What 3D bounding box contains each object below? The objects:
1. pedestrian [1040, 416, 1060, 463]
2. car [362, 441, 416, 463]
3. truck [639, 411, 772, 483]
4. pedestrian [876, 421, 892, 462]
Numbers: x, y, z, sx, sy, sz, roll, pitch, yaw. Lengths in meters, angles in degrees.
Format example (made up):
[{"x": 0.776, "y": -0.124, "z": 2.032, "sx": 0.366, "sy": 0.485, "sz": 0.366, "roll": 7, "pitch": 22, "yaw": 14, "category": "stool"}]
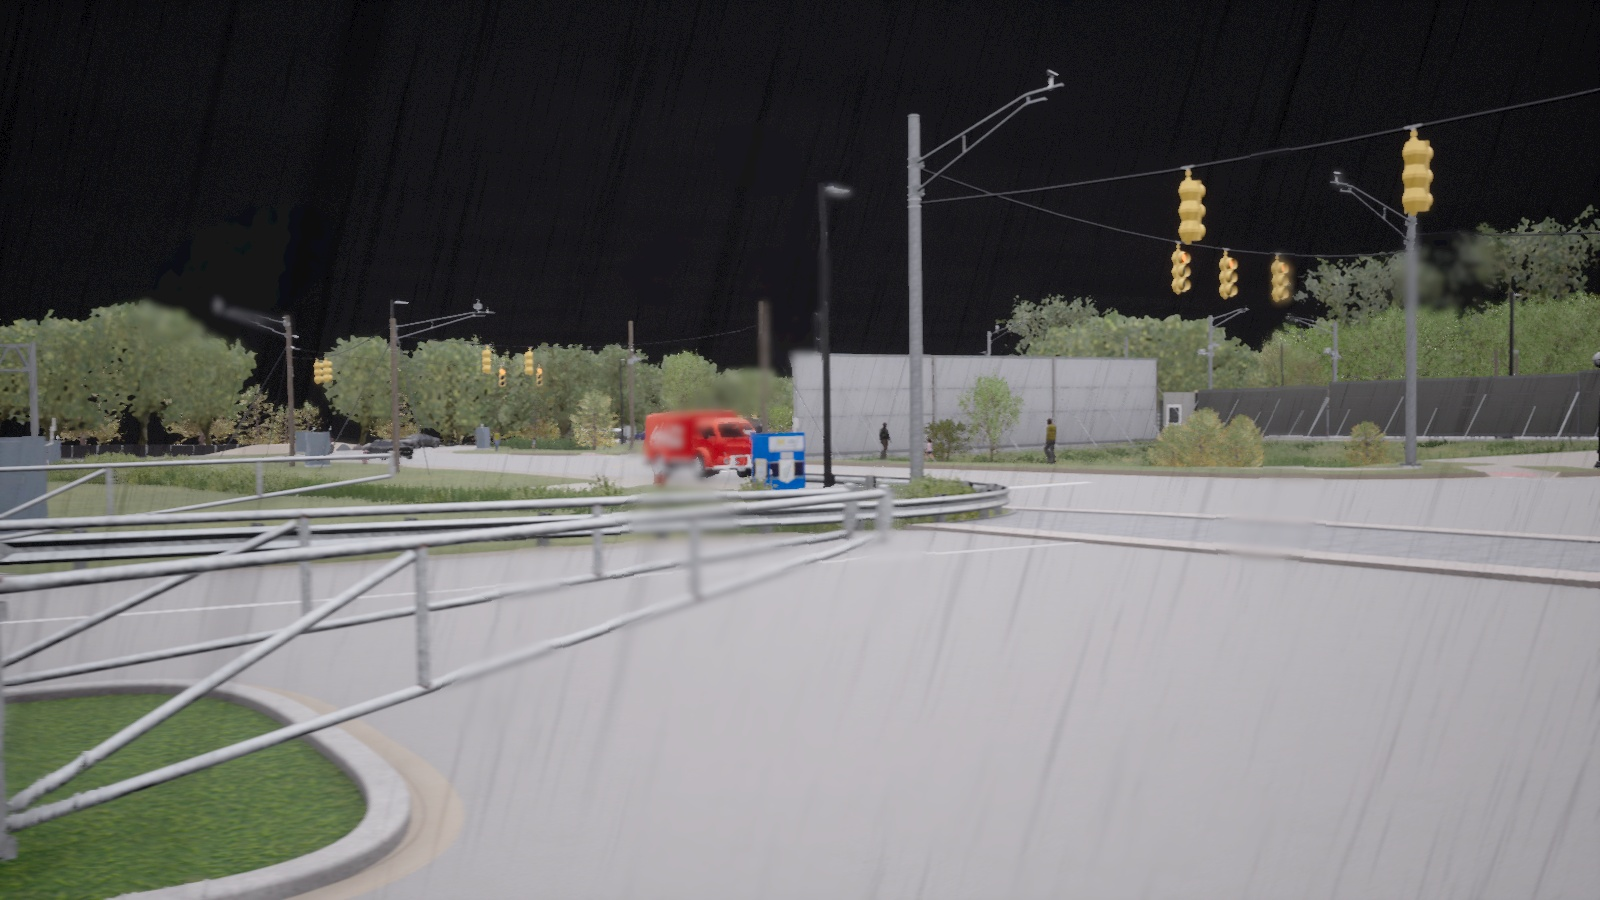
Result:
[{"x": 9.839, "y": -0.406, "z": 49.453, "sx": 0.370, "sy": 1.835, "sz": 0.726, "roll": -3, "pitch": 3, "yaw": -34, "category": "pedestrian"}, {"x": -26.037, "y": 0.109, "z": 79.403, "sx": 1.895, "sy": 1.301, "sz": 4.718, "roll": -3, "pitch": 2, "yaw": -35, "category": "car"}, {"x": -3.603, "y": -0.155, "z": 47.030, "sx": 2.627, "sy": 2.467, "sz": 5.204, "roll": -3, "pitch": 2, "yaw": -35, "category": "truck"}, {"x": 3.942, "y": -0.399, "z": 59.001, "sx": 0.395, "sy": 1.930, "sz": 0.692, "roll": -3, "pitch": 3, "yaw": -36, "category": "pedestrian"}]
